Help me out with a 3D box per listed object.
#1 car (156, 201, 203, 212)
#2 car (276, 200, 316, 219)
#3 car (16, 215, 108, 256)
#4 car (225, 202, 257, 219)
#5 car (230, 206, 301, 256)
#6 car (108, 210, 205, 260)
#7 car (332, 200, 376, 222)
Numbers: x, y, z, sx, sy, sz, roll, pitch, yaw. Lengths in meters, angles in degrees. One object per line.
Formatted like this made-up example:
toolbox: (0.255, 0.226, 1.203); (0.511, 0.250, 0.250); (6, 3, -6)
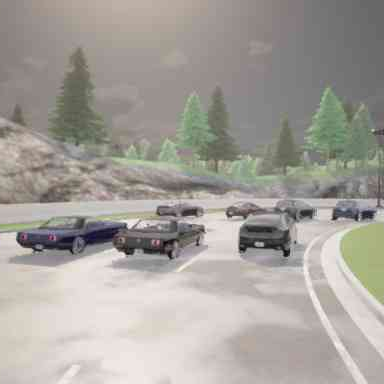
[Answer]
car: (-0.942, 1.479, 27.691); (2.128, 1.511, 4.902); (0, 0, 36)
car: (8.607, 1.422, 27.787); (2.097, 1.767, 4.553); (1, 0, 43)
car: (-4.399, 1.561, 13.214); (1.895, 1.301, 4.718); (0, 0, 18)
car: (4.676, 1.562, 28.722); (1.812, 1.442, 4.674); (0, 0, 41)
car: (3.183, 1.531, 13.528); (1.837, 1.490, 4.892); (0, 0, 22)
car: (-0.957, 1.591, 12.602); (1.895, 1.301, 4.718); (0, 0, 19)
car: (13.553, 1.465, 27.671); (4.553, 1.767, 2.097); (0, 0, -42)
